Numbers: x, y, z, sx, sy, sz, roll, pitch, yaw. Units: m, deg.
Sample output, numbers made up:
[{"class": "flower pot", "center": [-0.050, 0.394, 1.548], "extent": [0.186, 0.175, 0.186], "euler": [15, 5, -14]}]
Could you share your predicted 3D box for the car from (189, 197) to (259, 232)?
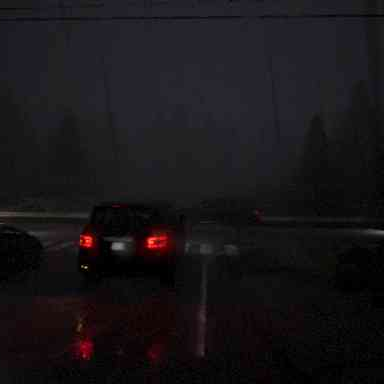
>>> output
[{"class": "car", "center": [1.409, 1.348, 20.902], "extent": [5.566, 2.045, 2.150], "euler": [1, 0, 3]}]

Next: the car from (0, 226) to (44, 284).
[{"class": "car", "center": [-5.333, 1.546, 8.245], "extent": [1.994, 1.385, 4.181], "euler": [1, 0, -3]}]

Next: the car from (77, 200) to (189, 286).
[{"class": "car", "center": [-1.434, 1.257, 9.741], "extent": [2.150, 2.045, 5.566], "euler": [1, 0, 3]}]
